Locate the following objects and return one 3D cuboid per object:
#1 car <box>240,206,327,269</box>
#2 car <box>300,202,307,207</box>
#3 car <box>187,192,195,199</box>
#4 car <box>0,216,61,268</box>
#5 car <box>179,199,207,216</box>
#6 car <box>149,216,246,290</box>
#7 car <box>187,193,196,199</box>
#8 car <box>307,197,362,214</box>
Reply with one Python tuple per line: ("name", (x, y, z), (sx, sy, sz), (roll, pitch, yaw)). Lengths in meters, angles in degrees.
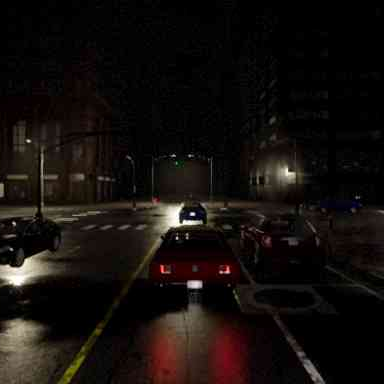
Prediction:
("car", (2.745, 1.398, 10.952), (1.967, 1.590, 4.097), (0, 0, 0))
("car", (14.165, 1.309, 35.811), (4.892, 1.490, 1.837), (0, 0, 1))
("car", (-0.251, 0.947, 89.238), (2.097, 1.767, 4.553), (0, 0, 0))
("car", (-5.780, 1.509, 10.940), (2.008, 1.369, 4.403), (0, 0, 0))
("car", (0.060, 1.495, 24.845), (1.994, 1.385, 4.181), (0, 0, 0))
("car", (0.068, 1.567, 8.920), (1.895, 1.301, 4.718), (0, 0, 0))
("car", (-0.197, 1.106, 79.230), (2.097, 1.767, 4.553), (0, 0, 0))
("car", (14.132, 1.358, 32.571), (4.674, 1.442, 1.812), (0, 0, 2))
